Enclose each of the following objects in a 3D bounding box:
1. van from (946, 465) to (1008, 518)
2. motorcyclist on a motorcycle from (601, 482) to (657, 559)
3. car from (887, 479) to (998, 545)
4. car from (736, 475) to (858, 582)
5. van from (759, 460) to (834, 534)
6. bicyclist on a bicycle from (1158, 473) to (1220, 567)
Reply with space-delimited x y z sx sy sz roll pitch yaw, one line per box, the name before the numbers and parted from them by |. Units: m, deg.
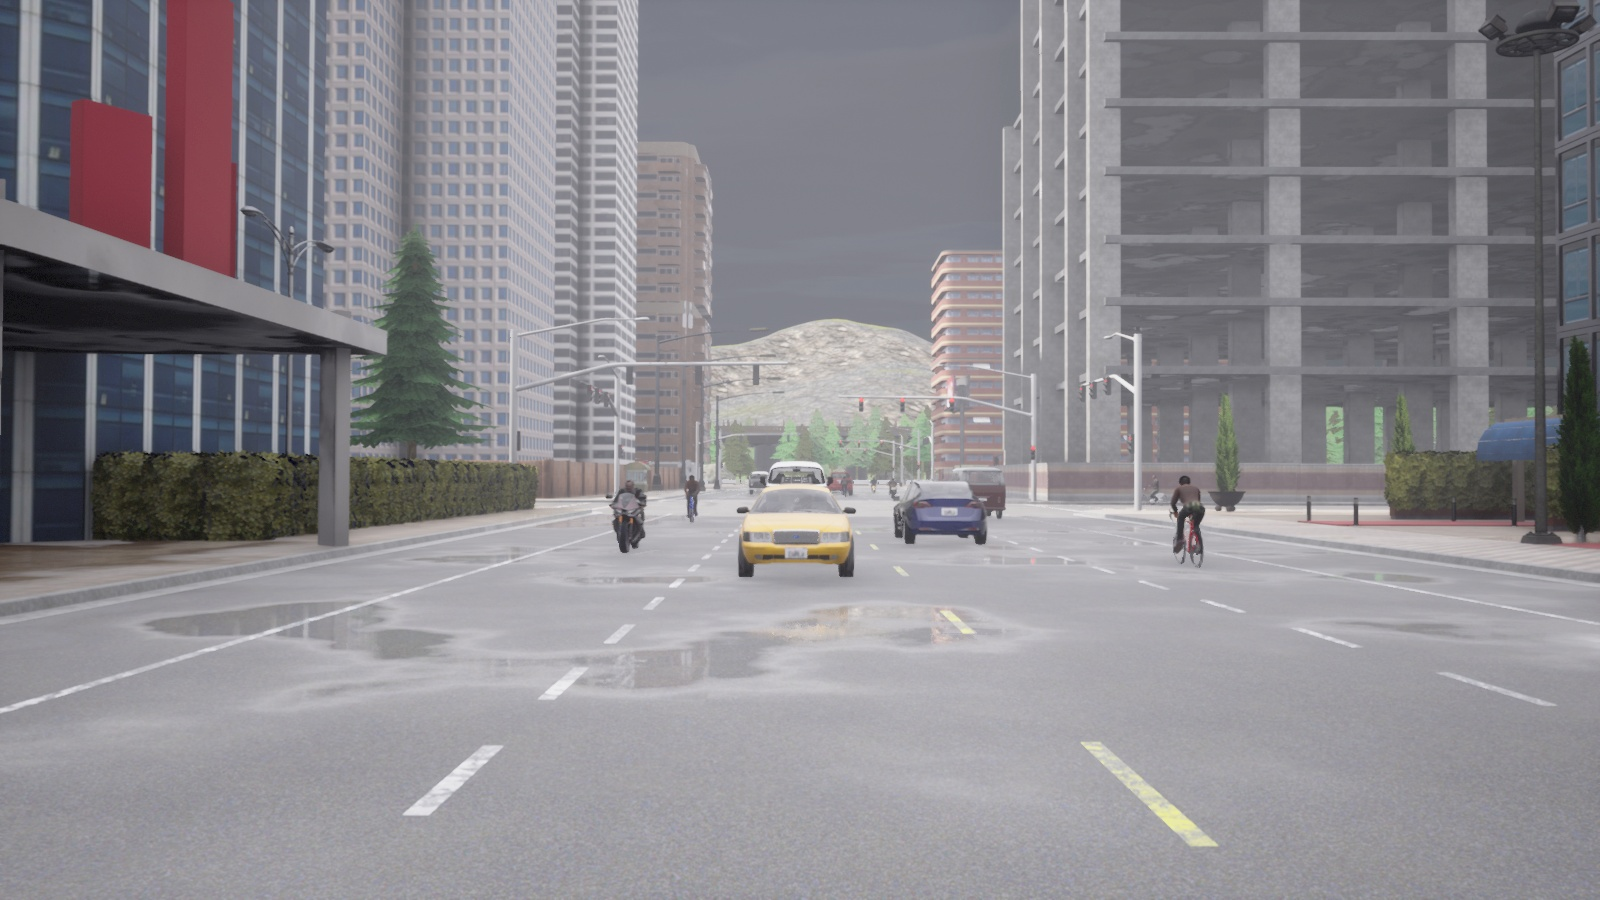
van | 6.876 1.602 49.159 1.775 1.987 4.442 0 -1 0
motorcyclist on a motorcycle | -3.565 1.437 26.335 0.866 1.530 2.191 0 -1 0
car | 3.423 1.476 31.107 2.163 1.488 4.792 0 -1 0
car | -0.053 1.216 21.204 1.801 1.575 5.366 0 -1 0
van | -0.092 1.338 36.936 2.069 2.038 4.480 0 -1 0
bicyclist on a bicycle | 6.944 1.230 22.499 0.582 1.620 1.656 0 -2 0
